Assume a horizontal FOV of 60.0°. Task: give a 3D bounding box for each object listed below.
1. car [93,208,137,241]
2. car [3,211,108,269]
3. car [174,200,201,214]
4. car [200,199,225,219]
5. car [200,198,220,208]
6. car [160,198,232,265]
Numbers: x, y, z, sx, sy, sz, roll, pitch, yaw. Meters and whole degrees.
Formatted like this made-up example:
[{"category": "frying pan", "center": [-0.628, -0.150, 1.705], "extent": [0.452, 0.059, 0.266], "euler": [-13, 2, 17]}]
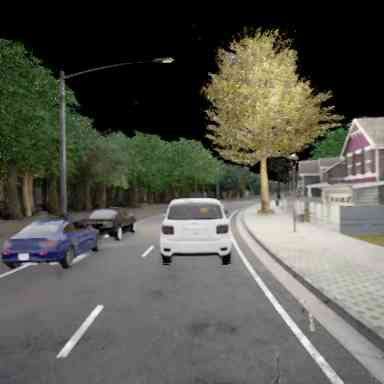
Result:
[{"category": "car", "center": [-4.271, 1.573, 17.430], "extent": [1.882, 1.535, 5.008], "euler": [-1, 0, 4]}, {"category": "car", "center": [-4.566, 1.616, 11.465], "extent": [1.812, 1.442, 4.674], "euler": [-1, 0, 2]}, {"category": "car", "center": [-0.440, 1.667, 37.756], "extent": [1.895, 1.301, 4.718], "euler": [-1, 0, 13]}, {"category": "car", "center": [1.967, 1.493, 30.356], "extent": [1.882, 1.535, 5.008], "euler": [-1, 0, 8]}, {"category": "car", "center": [2.816, 1.658, 51.313], "extent": [1.994, 1.385, 4.181], "euler": [-1, -1, 17]}, {"category": "car", "center": [0.171, 1.237, 11.989], "extent": [2.150, 2.045, 5.566], "euler": [-1, 0, 2]}]
